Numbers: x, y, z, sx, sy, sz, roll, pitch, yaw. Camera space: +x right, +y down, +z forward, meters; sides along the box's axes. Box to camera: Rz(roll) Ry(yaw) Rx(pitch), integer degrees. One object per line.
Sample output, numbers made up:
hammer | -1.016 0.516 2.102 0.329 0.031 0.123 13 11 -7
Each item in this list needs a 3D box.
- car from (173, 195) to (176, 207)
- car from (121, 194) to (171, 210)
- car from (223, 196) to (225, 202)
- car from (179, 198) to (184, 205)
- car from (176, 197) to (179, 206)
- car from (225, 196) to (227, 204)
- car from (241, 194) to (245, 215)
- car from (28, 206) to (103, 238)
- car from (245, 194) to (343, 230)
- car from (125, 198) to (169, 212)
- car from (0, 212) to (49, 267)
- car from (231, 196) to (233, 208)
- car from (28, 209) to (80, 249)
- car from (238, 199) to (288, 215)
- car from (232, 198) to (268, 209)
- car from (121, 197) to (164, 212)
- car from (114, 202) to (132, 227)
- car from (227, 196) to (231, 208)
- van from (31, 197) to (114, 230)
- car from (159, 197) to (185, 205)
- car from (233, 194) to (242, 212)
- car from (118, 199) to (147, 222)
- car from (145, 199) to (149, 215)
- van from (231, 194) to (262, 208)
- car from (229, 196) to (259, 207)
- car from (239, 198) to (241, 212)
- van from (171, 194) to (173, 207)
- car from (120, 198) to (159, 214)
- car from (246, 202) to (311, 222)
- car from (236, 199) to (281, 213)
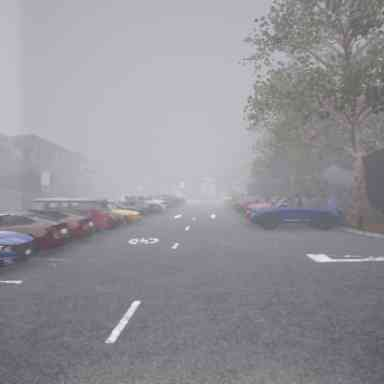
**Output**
car | -5.163 1.601 46.356 4.892 1.521 2.231 0 0 3
car | -5.629 1.313 37.960 5.566 2.045 2.435 0 0 3
car | 8.921 1.654 62.337 5.008 1.535 2.097 0 -1 4
car | -4.624 1.387 54.749 5.566 2.045 2.435 0 0 3
car | -4.852 1.498 51.956 4.553 1.767 2.185 0 0 3
car | 8.748 1.671 59.555 4.674 1.452 2.002 0 0 4
car | 6.552 1.231 23.422 5.566 2.045 2.435 0 0 3
car | -7.016 1.546 15.579 4.792 1.488 2.163 0 0 3
car | 6.394 1.228 20.765 5.566 2.045 2.435 0 0 3
car | -5.496 1.576 40.760 5.008 1.535 2.097 0 0 3
car | -7.325 1.511 9.981 5.008 1.535 2.097 0 0 3
car | 7.567 1.534 40.099 5.008 1.535 2.097 0 0 3
car | -7.183 1.543 12.781 4.792 1.488 2.163 0 0 3
car | 7.271 1.540 34.537 4.792 1.488 2.163 0 0 3
car | 7.902 1.597 45.660 4.674 1.452 2.002 0 0 3
car | -5.828 1.554 35.159 4.892 1.521 2.231 0 0 3
car | -6.625 1.551 21.173 4.792 1.488 2.163 0 0 3
car | 7.553 1.543 42.891 5.366 1.575 1.946 0 0 3
van | -6.938 1.294 18.383 4.442 1.987 1.878 0 0 3
car | -3.973 1.726 65.939 4.892 1.521 2.231 0 -1 4
car | 7.048 1.250 31.763 5.566 2.045 2.435 0 0 3
car | -6.303 1.521 23.962 5.366 1.575 1.946 0 0 3
car | -6.327 1.528 26.768 5.008 1.535 2.097 0 0 3
van | 8.354 1.354 51.217 4.442 1.987 1.878 0 0 3
car | 8.375 1.469 54.000 4.553 1.767 2.185 0 0 3
car | 6.907 1.493 28.979 5.008 1.535 2.097 0 0 3
van | -5.208 1.362 43.552 4.442 1.987 1.878 0 0 3
car | -6.019 1.573 32.367 4.792 1.488 2.163 0 0 3
car | 6.752 1.527 26.323 4.674 1.452 2.002 0 0 3
car | 7.378 1.552 37.321 4.792 1.488 2.163 0 0 3
